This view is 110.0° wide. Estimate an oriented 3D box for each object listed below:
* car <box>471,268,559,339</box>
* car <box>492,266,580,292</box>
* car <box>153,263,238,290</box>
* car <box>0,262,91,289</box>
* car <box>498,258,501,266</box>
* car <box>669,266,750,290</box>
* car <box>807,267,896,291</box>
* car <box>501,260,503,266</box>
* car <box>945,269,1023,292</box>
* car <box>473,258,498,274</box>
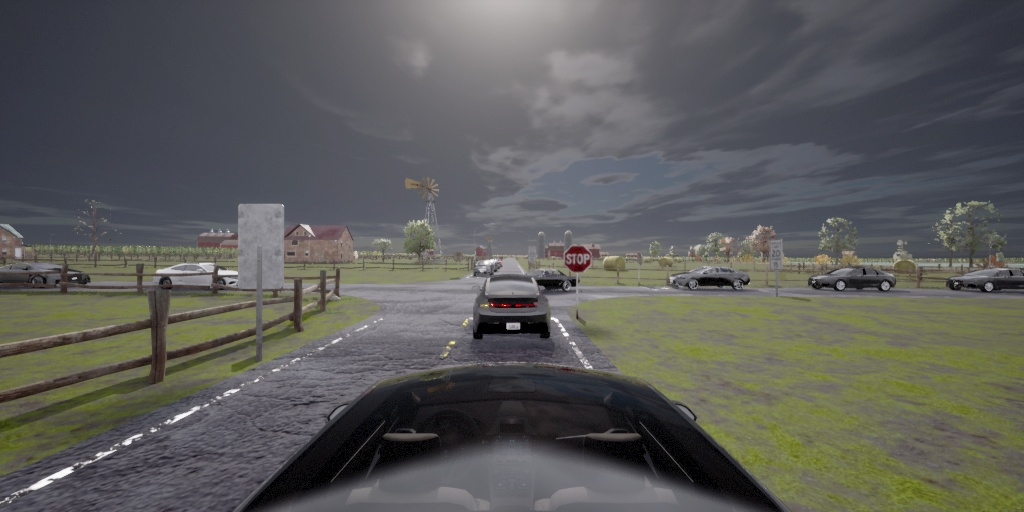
[{"bbox_3d":[-0.073,1.256,10.098,1.837,1.490,4.892,0,0,-2],"label":"car"},{"bbox_3d":[1.502,1.369,20.144,4.718,1.301,1.895,1,0,-35],"label":"car"},{"bbox_3d":[-17.241,1.103,20.057,4.674,1.442,1.812,1,-1,-1],"label":"car"},{"bbox_3d":[-26.361,1.048,19.936,4.181,1.385,1.994,1,-1,-1],"label":"car"},{"bbox_3d":[-2.845,1.241,46.231,2.128,1.511,4.902,0,0,0],"label":"car"},{"bbox_3d":[12.801,1.397,23.370,4.902,1.511,2.128,1,-1,-2],"label":"car"},{"bbox_3d":[22.203,1.499,23.540,4.892,1.490,1.837,1,-1,-1],"label":"car"},{"bbox_3d":[-2.813,1.240,55.773,2.128,1.511,4.902,0,0,0],"label":"car"},{"bbox_3d":[31.706,1.587,23.660,4.892,1.490,1.837,1,-1,-1],"label":"car"},{"bbox_3d":[-2.854,1.243,36.785,2.128,1.511,4.902,0,0,0],"label":"car"}]
